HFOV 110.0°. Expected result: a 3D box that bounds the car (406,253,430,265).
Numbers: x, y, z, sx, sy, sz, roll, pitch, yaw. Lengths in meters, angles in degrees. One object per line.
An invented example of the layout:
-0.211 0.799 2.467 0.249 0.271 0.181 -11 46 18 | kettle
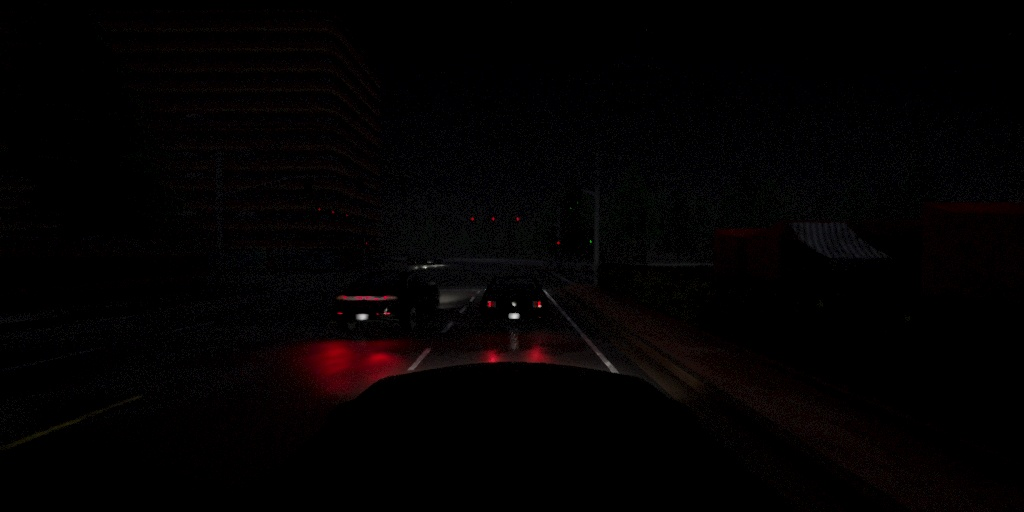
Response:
-16.498 0.573 61.844 2.150 2.045 5.566 0 0 -33 | car

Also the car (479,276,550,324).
0.076 1.285 11.690 1.895 1.301 4.718 0 0 0 | car

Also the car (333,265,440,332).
-3.432 1.181 10.670 2.128 1.511 4.902 0 0 0 | car
